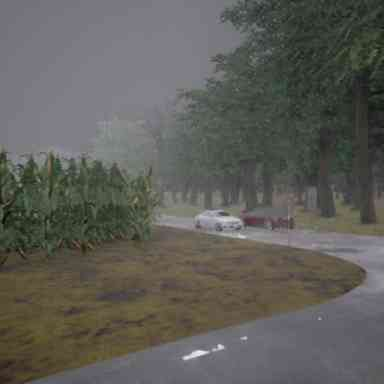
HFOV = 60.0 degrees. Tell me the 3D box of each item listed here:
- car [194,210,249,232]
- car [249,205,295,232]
[{"bbox_3d":[1.834,2.078,24.719,1.812,1.442,4.674,-1,-1,-29],"label":"car"},{"bbox_3d":[5.312,1.837,24.486,2.097,1.767,4.553,-1,-1,-29],"label":"car"}]
